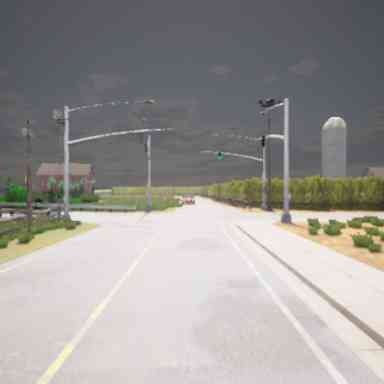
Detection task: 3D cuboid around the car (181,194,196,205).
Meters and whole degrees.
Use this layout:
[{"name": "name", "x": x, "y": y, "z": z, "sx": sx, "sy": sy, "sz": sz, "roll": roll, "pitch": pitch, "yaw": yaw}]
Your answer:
[{"name": "car", "x": -0.542, "y": 1.125, "z": 51.804, "sx": 2.097, "sy": 1.767, "sz": 4.553, "roll": 0, "pitch": 0, "yaw": -2}]

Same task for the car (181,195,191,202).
[{"name": "car", "x": -1.258, "y": 1.302, "z": 68.311, "sx": 1.895, "sy": 1.301, "sz": 4.718, "roll": 0, "pitch": 0, "yaw": -3}]
